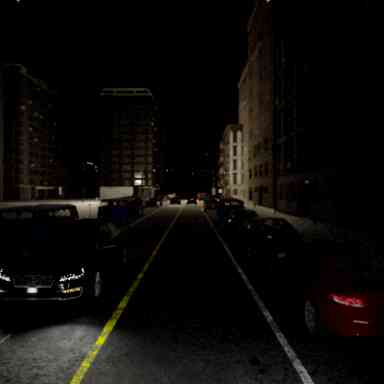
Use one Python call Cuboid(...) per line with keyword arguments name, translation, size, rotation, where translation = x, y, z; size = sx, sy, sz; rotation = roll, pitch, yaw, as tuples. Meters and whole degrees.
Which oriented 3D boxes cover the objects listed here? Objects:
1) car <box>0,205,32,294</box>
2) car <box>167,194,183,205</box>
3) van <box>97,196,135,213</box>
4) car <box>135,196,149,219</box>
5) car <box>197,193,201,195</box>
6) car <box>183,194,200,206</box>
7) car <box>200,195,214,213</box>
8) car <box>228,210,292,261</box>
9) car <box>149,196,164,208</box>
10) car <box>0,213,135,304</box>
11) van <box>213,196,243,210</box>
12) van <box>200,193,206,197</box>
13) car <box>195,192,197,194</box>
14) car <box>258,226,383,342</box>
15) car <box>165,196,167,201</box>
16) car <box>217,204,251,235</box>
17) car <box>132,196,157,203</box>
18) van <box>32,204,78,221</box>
Cuboid(name="car", translation=(-5.390, 1.312, 6.304), size=(2.192, 1.841, 5.009), rotation=(0, 0, 0))
Cuboid(name="car", translation=(-2.773, 1.518, 57.392), size=(2.033, 1.411, 5.357), rotation=(0, 0, 0))
Cuboid(name="van", translation=(-5.397, 1.331, 23.344), size=(1.690, 1.788, 3.998), rotation=(0, 0, 0))
Cuboid(name="car", translation=(-5.399, 1.303, 29.024), size=(2.192, 1.841, 5.009), rotation=(0, 0, 0))
Cuboid(name="car", translation=(2.609, 1.500, 78.627), size=(1.887, 1.381, 4.507), rotation=(0, 0, 0))
Cuboid(name="car", translation=(-0.021, 1.520, 55.419), size=(2.033, 1.411, 5.357), rotation=(0, 0, 0))
Cuboid(name="car", translation=(2.211, 1.441, 37.335), size=(1.801, 1.575, 5.366), rotation=(0, 0, 0))
Cuboid(name="car", translation=(2.633, 1.546, 11.987), size=(2.008, 1.369, 4.403), rotation=(0, 0, 0))
Cuboid(name="car", translation=(-5.405, 1.530, 46.064), size=(2.008, 1.369, 4.403), rotation=(0, 0, 0))
Cuboid(name="car", translation=(-2.854, 1.501, 8.366), size=(1.837, 1.490, 4.892), rotation=(0, 0, 0))
Cuboid(name="van", translation=(2.629, 1.331, 23.347), size=(1.690, 1.788, 3.998), rotation=(0, 0, 0))
Cuboid(name="van", translation=(2.618, 1.317, 51.747), size=(1.690, 1.788, 3.998), rotation=(0, 0, 0))
Cuboid(name="car", translation=(2.607, 1.267, 84.036), size=(2.192, 1.841, 5.009), rotation=(0, 0, 0))
Cuboid(name="car", translation=(2.635, 1.579, 6.307), size=(1.802, 1.307, 4.206), rotation=(0, 0, 0))
Cuboid(name="car", translation=(-5.407, 1.415, 51.744), size=(1.967, 1.590, 4.097), rotation=(0, 0, 0))
Cuboid(name="car", translation=(2.631, 1.559, 17.667), size=(1.947, 1.339, 4.313), rotation=(0, 0, 0))
Cuboid(name="car", translation=(-9.471, 1.517, 66.727), size=(4.718, 1.301, 1.895), rotation=(0, 0, 8))
Cuboid(name="van", translation=(-5.392, 1.336, 11.984), size=(1.690, 1.788, 3.998), rotation=(0, 0, 0))
